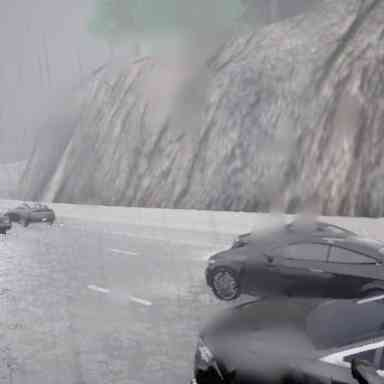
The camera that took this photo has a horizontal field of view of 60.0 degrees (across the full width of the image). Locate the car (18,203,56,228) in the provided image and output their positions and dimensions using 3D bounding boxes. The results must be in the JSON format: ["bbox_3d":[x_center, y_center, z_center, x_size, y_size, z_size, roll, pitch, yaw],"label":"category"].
[{"bbox_3d":[-11.021,1.506,22.523,4.902,1.511,2.128,0,0,43],"label":"car"}]

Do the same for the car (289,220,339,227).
[{"bbox_3d":[3.359,1.582,10.349,4.181,1.385,1.994,0,0,37],"label":"car"}]

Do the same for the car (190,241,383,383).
[{"bbox_3d":[2.245,1.499,2.478,4.902,1.511,2.128,0,0,35],"label":"car"}]

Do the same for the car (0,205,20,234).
[{"bbox_3d":[-11.736,1.556,18.340,5.357,1.411,2.033,0,0,43],"label":"car"}]

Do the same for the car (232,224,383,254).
[{"bbox_3d":[2.457,1.538,6.645,4.674,1.442,1.812,0,0,36],"label":"car"}]
